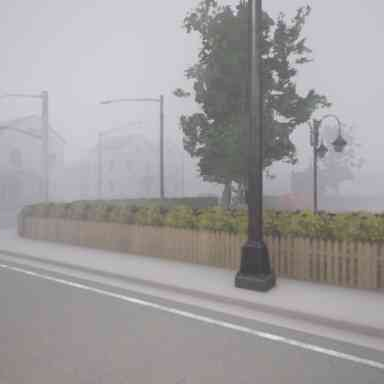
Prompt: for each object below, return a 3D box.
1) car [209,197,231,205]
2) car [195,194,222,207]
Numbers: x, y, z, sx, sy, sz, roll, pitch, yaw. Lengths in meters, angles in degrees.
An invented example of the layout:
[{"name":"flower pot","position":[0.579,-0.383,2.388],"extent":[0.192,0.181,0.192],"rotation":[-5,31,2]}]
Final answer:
[{"name":"car","position":[4.940,1.564,58.587],"extent":[1.812,1.442,4.674],"rotation":[0,0,35]},{"name":"car","position":[2.444,1.251,48.857],"extent":[2.150,2.045,5.566],"rotation":[0,0,35]}]
